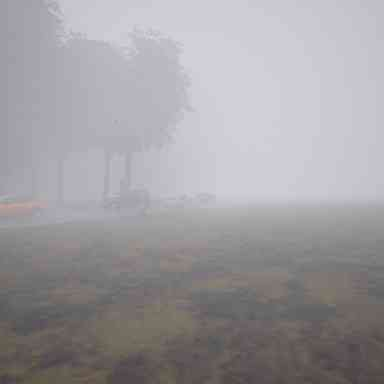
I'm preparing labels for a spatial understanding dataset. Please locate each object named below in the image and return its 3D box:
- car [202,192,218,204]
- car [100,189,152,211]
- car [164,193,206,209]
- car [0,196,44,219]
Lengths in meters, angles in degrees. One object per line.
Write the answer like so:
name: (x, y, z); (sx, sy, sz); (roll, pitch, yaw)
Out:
car: (1.576, 0.809, 43.886); (1.837, 1.490, 4.892); (1, 1, 36)
car: (-6.379, 0.744, 32.855); (2.150, 2.045, 5.566); (1, 1, 36)
car: (-0.841, 1.069, 35.531); (1.895, 1.301, 4.718); (1, 1, 36)
car: (-13.060, 1.076, 23.573); (2.097, 1.767, 4.553); (1, 2, 36)
